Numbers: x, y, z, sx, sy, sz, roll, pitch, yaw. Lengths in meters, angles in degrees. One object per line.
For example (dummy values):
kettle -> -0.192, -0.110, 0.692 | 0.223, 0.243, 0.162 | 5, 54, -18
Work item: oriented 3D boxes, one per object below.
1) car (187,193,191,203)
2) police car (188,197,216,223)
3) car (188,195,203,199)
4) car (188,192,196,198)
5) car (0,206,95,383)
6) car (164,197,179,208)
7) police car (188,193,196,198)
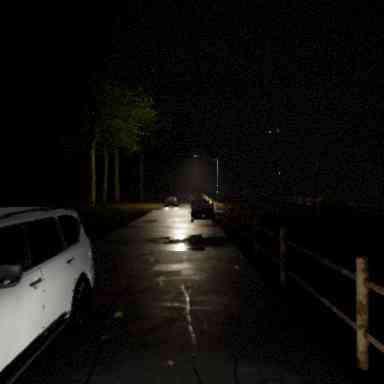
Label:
car -> 0.022, 1.261, 61.504 | 2.033, 1.411, 5.357 | 0, 1, 0
police car -> 0.834, 1.510, 26.857 | 1.930, 1.638, 5.238 | 0, 0, 0
car -> 0.838, 1.494, 36.749 | 1.882, 1.535, 5.008 | 0, 1, 0
car -> 0.030, 0.831, 82.392 | 1.994, 1.385, 4.181 | 0, 1, 0
car -> -2.850, 1.252, 3.963 | 2.150, 2.045, 5.566 | 0, 0, 0
car -> -2.815, 1.449, 46.746 | 2.033, 1.411, 5.357 | 0, 1, 0
police car -> 0.840, 1.373, 42.861 | 1.930, 1.638, 5.238 | 0, 1, 0
